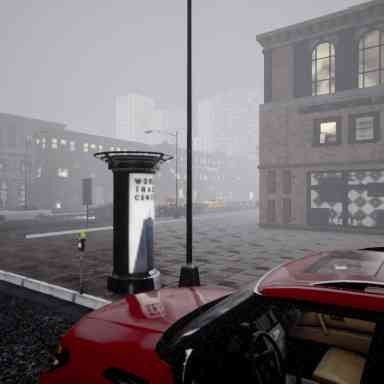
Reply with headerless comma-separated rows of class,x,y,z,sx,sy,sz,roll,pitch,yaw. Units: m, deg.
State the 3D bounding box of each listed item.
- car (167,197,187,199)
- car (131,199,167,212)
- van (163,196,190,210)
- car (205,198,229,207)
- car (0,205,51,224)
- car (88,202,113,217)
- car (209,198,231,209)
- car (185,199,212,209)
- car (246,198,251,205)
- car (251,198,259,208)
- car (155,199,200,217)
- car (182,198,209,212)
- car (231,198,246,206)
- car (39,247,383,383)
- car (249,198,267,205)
car,-2.503,1.507,41.513,2.097,1.767,4.553,0,0,35
car,-5.343,1.674,42.003,1.752,1.417,4.829,0,0,35
van,-2.069,1.518,46.665,1.690,1.788,3.998,0,0,35
car,4.187,1.759,55.568,1.752,1.417,4.829,0,-1,35
car,-13.563,1.668,25.790,1.895,1.301,4.718,0,0,35
car,-8.312,1.671,33.250,1.994,1.385,4.181,0,0,36
car,3.368,1.684,49.813,1.882,1.535,5.008,0,0,36
car,1.108,1.756,51.185,2.008,1.369,4.403,0,0,35
car,10.637,1.845,64.750,2.008,1.369,4.403,0,-1,35
car,11.142,1.676,50.891,1.967,1.590,4.097,0,-1,35
car,-1.520,1.669,32.774,1.887,1.381,4.507,0,0,35
car,-0.405,1.752,38.952,1.895,1.301,4.718,0,0,35
car,7.461,1.815,60.229,2.008,1.369,4.403,0,-1,35
car,1.165,1.315,2.044,5.009,1.841,2.192,0,0,35
car,13.814,1.876,69.273,2.008,1.369,4.403,0,-1,35
